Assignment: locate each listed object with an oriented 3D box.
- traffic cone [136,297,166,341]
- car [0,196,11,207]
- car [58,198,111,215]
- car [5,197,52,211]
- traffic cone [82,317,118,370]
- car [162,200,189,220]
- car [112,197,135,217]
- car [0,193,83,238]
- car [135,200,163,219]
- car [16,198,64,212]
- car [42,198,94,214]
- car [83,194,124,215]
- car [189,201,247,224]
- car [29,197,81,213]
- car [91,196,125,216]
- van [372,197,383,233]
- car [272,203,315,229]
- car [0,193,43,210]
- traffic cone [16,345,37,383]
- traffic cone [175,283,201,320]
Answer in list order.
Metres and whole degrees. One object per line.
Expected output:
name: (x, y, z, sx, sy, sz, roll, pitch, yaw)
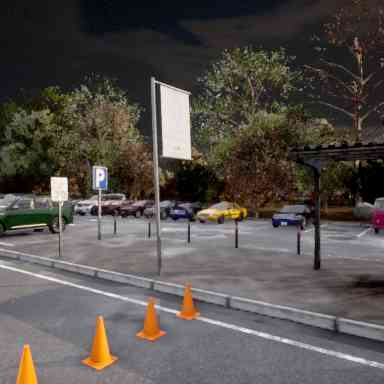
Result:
traffic cone: (-0.646, 1.957, 5.240, 0.340, 0.580, 0.340, 0, 0, 35)
car: (-29.262, 1.333, 47.837, 1.946, 1.575, 5.366, 1, 0, 35)
car: (-11.198, 1.461, 34.910, 2.231, 1.521, 4.892, 0, 0, 35)
car: (-20.268, 1.452, 41.326, 2.163, 1.488, 4.792, 0, 0, 35)
traffic cone: (-1.221, 1.957, 4.423, 0.340, 0.580, 0.340, 0, 0, 35)
car: (0.177, 1.504, 26.961, 2.163, 1.488, 4.792, 0, 0, 35)
car: (-4.378, 1.469, 30.132, 2.097, 1.535, 5.008, 0, 0, 35)
car: (-8.934, 1.221, 17.307, 2.435, 2.045, 5.566, 0, 0, 35)
car: (-2.107, 1.473, 28.537, 2.231, 1.521, 4.892, 0, 0, 35)
car: (-18.024, 1.469, 39.678, 2.163, 1.488, 4.792, 0, 0, 35)
car: (-13.470, 1.455, 36.508, 2.097, 1.535, 5.008, 0, 0, 35)
car: (-8.940, 1.212, 33.296, 2.435, 2.045, 5.566, 0, 0, 35)
car: (2.324, 1.475, 25.189, 1.946, 1.575, 5.366, 0, 0, 35)
car: (-15.633, 1.444, 38.260, 1.946, 1.575, 5.366, 0, 0, 35)
car: (-6.650, 1.466, 31.728, 2.097, 1.535, 5.008, 0, 0, 35)
van: (11.582, 1.264, 19.054, 1.878, 1.987, 4.442, 0, 0, 35)
car: (6.957, 1.513, 22.125, 2.163, 1.488, 4.792, 0, 0, 35)
car: (-22.570, 1.153, 42.873, 2.435, 2.045, 5.566, 0, 0, 35)
traffic cone: (-1.796, 1.957, 3.607, 0.340, 0.580, 0.340, 0, 0, 35)
traffic cone: (-0.071, 1.957, 6.056, 0.340, 0.580, 0.340, 0, 0, 36)
